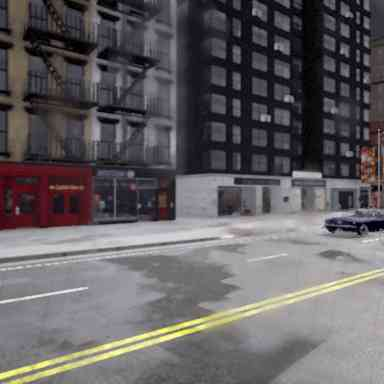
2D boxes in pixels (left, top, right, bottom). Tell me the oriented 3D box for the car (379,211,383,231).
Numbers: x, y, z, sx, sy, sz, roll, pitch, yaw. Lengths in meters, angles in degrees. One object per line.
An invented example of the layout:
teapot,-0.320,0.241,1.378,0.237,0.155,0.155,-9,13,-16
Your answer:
car,10.924,1.612,15.464,4.718,1.301,1.895,0,0,-35

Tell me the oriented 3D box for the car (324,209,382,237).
car,9.367,1.612,18.344,4.718,1.301,1.895,0,0,-35
